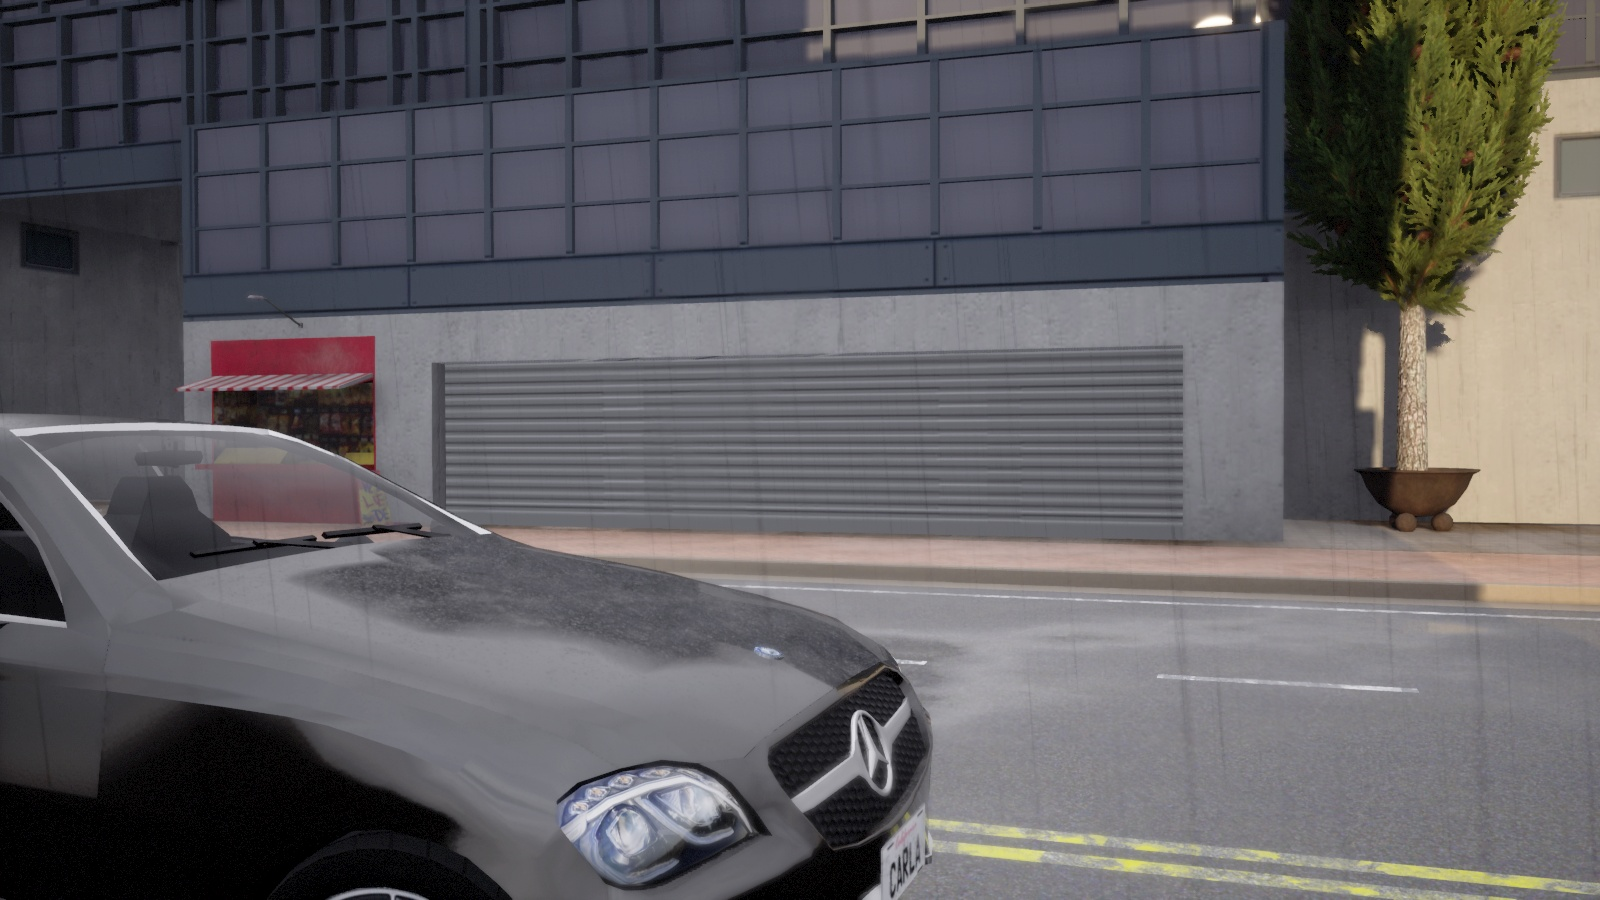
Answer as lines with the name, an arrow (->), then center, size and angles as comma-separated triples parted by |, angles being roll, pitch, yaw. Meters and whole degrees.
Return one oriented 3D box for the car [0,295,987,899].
car -> -2.120, 0.535, 3.904 | 5.027, 1.651, 2.152 | 1, 1, 19
